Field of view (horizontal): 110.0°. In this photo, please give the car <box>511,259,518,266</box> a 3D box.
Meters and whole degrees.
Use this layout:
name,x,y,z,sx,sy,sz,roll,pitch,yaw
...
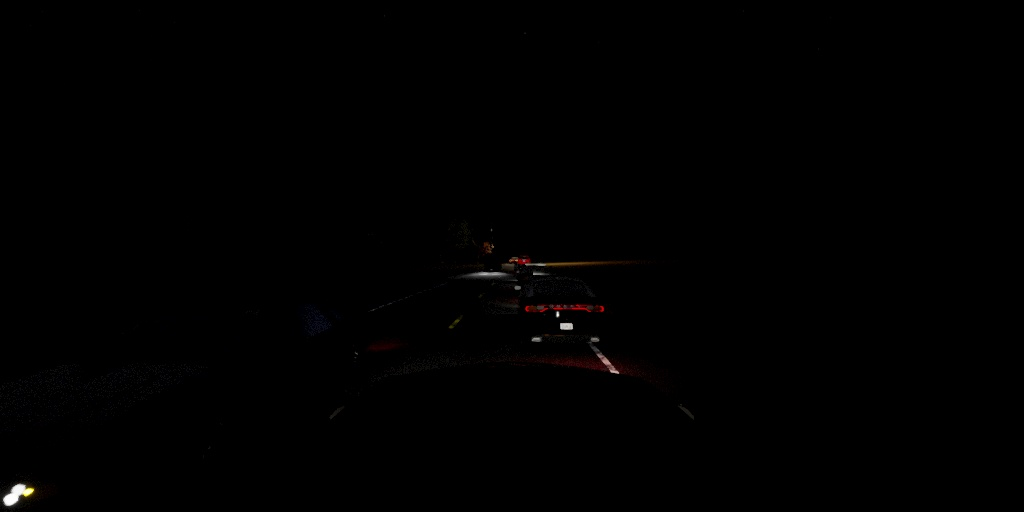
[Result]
name,x,y,z,sx,sy,sz,roll,pitch,yaw
car,1.308,1.344,46.810,1.895,1.301,4.718,0,0,4

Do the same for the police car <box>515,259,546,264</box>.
name,x,y,z,sx,sy,sz,roll,pitch,yaw
police car,1.272,1.175,19.588,1.930,1.638,5.238,0,0,1

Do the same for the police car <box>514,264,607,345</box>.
name,x,y,z,sx,sy,sz,roll,pitch,yaw
police car,1.099,1.175,9.623,1.930,1.638,5.238,0,0,1

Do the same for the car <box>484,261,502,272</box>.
name,x,y,z,sx,sy,sz,roll,pitch,yaw
car,-2.366,1.345,45.413,1.895,1.301,4.718,0,0,3

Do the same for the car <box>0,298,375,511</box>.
name,x,y,z,sx,sy,sz,roll,pitch,yaw
car,-3.579,1.298,4.632,2.033,1.411,5.357,0,0,0

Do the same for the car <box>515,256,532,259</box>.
name,x,y,z,sx,sy,sz,roll,pitch,yaw
car,2.099,0.956,59.935,2.150,2.045,5.566,0,0,4
